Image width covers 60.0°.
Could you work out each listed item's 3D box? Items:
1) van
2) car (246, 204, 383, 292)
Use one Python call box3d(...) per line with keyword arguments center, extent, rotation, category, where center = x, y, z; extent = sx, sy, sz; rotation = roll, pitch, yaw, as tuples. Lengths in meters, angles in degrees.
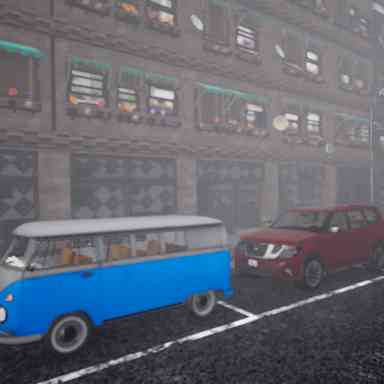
box3d(center=(-1.160, 1.333, 5.728), extent=(3.998, 1.788, 1.690), rotation=(0, -1, -36), category="van")
box3d(center=(3.433, 1.288, 9.040), extent=(5.009, 1.841, 2.192), rotation=(0, -1, -36), category="car")
